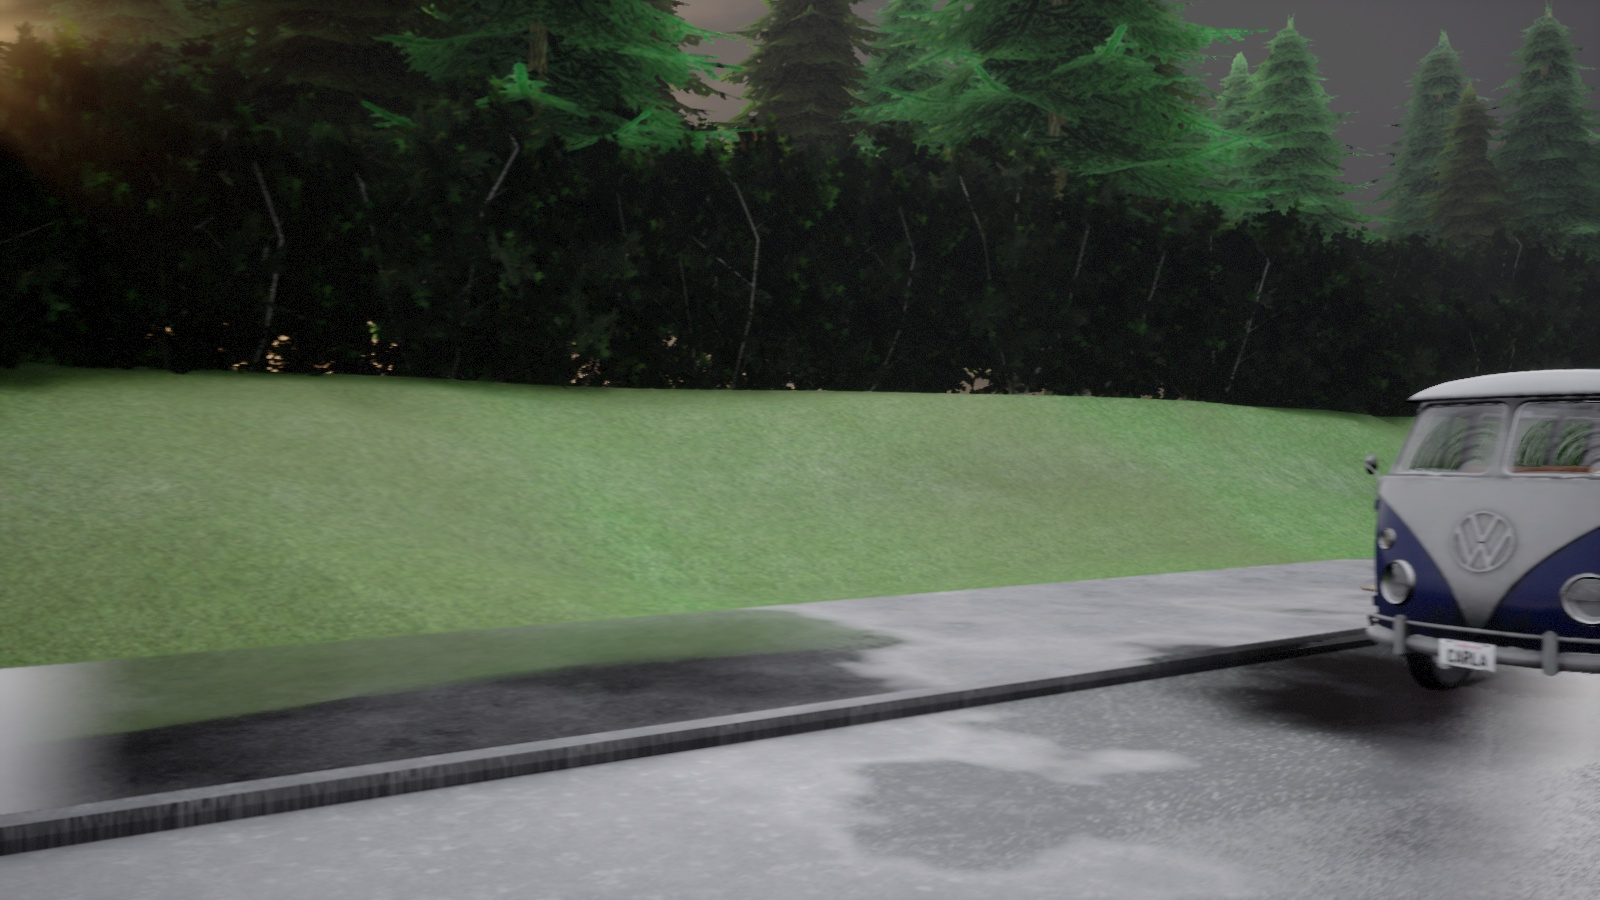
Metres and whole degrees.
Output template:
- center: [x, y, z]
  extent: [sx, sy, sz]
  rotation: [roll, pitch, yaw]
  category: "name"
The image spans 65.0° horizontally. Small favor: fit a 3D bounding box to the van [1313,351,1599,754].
- center: [5.385, 0.506, 8.017]
  extent: [4.442, 1.987, 1.775]
  rotation: [0, 0, -35]
  category: "van"
